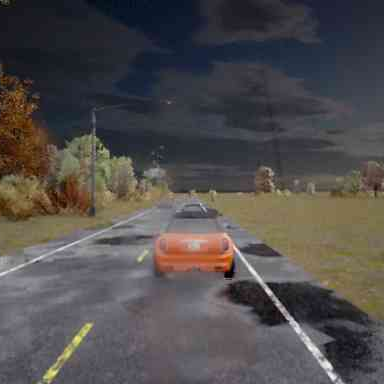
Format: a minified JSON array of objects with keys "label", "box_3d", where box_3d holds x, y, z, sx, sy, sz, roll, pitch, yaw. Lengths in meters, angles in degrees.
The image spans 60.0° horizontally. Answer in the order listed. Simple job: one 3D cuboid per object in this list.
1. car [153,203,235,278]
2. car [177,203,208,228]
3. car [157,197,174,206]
[{"label":"car","box_3d":[0.066,1.382,10.381,2.097,1.767,4.553,0,0,0]},{"label":"car","box_3d":[0.049,1.620,24.250,2.033,1.411,5.357,0,0,0]},{"label":"car","box_3d":[-3.618,1.486,45.795,2.097,1.767,4.553,0,0,0]}]
